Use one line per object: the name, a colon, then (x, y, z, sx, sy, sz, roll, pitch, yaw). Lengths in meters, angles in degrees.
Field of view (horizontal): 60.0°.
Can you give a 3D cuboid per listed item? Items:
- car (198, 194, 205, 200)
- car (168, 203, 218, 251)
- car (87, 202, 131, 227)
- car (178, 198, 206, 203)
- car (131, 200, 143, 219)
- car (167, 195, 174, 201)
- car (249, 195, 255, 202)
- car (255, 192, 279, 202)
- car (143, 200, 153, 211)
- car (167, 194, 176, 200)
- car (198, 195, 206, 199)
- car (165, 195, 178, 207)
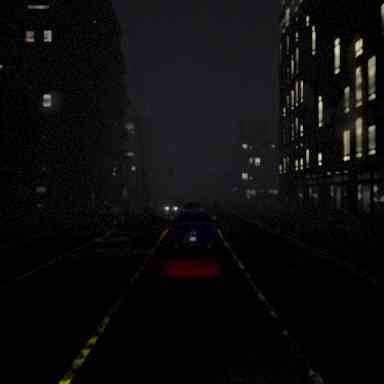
car: (2.677, 1.506, 94.307, 1.967, 1.590, 4.097, 0, 0, 0)
car: (0.053, 1.481, 14.139, 1.882, 1.535, 5.008, 0, 0, 1)
car: (-5.695, 1.557, 22.350, 2.008, 1.369, 4.403, 0, 0, 0)
car: (0.047, 1.535, 28.619, 1.812, 1.442, 4.674, 0, 0, 0)
car: (-5.695, 1.559, 27.998, 2.008, 1.369, 4.403, 0, 0, 0)
car: (-5.703, 1.584, 88.451, 1.752, 1.417, 4.829, 0, 0, 0)
car: (14.550, 1.046, 69.257, 5.009, 1.841, 2.192, -1, 1, 0)
car: (14.686, 1.056, 60.879, 5.009, 1.841, 2.192, -1, 1, 0)
car: (-5.747, 1.597, 40.915, 1.802, 1.307, 4.206, 0, 0, 0)
car: (-5.704, 1.380, 94.304, 2.192, 1.841, 5.009, 0, 0, 0)
car: (2.677, 1.499, 88.624, 1.967, 1.590, 4.097, 0, 0, 0)
car: (-3.028, 1.569, 50.919, 2.033, 1.411, 5.357, 0, 0, 0)
